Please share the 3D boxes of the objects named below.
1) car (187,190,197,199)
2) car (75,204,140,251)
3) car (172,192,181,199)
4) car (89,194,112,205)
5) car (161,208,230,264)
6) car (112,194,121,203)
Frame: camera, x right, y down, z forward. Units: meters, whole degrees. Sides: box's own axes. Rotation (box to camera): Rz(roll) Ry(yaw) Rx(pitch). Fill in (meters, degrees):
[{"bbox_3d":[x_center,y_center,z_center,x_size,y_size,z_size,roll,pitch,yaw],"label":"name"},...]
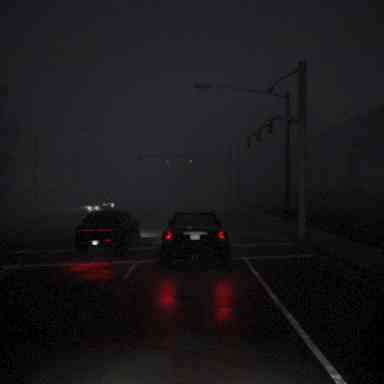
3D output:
[{"bbox_3d":[0.000,0.545,75.604,2.150,2.045,5.566,0,1,0],"label":"car"},{"bbox_3d":[-3.403,1.494,14.088,1.837,1.490,4.892,0,1,0],"label":"car"},{"bbox_3d":[-3.500,0.805,75.577,1.882,1.535,5.008,0,1,0],"label":"car"},{"bbox_3d":[-14.025,1.196,49.961,2.128,1.511,4.902,0,1,0],"label":"car"},{"bbox_3d":[0.096,1.345,11.922,2.097,1.767,4.553,0,0,0],"label":"car"},{"bbox_3d":[-14.024,1.107,59.183,2.128,1.511,4.902,0,1,0],"label":"car"}]
